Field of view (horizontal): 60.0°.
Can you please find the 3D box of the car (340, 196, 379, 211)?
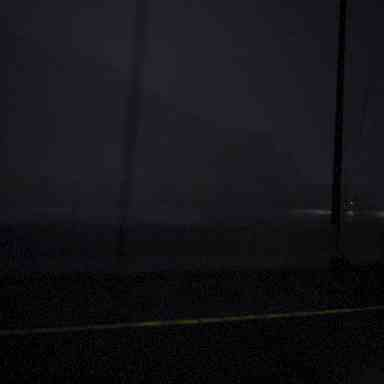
[{"bbox_3d":[16.287,1.077,32.789,4.718,1.301,1.895,0,2,-34],"label":"car"}]
